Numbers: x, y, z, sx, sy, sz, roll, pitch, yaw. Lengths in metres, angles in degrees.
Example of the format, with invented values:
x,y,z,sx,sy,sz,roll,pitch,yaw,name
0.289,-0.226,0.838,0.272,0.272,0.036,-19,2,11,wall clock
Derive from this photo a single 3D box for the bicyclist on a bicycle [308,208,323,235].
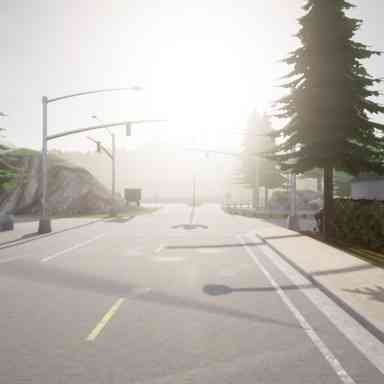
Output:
x,y,z,sx,sy,sz,roll,pitch,yaw,name
6.673,1.462,16.971,1.656,1.620,0.582,3,2,-17,bicyclist on a bicycle
